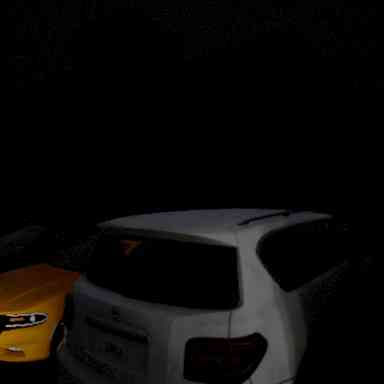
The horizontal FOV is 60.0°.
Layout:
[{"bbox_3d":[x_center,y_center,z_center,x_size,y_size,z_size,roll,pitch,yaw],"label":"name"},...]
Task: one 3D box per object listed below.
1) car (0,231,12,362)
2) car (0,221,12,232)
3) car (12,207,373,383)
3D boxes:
[{"bbox_3d":[-1.271,1.468,6.183,2.097,1.535,5.008,0,0,35],"label":"car"},{"bbox_3d":[-3.518,1.503,7.782,2.002,1.452,4.674,0,0,35],"label":"car"},{"bbox_3d":[0.987,1.223,4.601,2.435,2.045,5.566,0,0,35],"label":"car"}]
